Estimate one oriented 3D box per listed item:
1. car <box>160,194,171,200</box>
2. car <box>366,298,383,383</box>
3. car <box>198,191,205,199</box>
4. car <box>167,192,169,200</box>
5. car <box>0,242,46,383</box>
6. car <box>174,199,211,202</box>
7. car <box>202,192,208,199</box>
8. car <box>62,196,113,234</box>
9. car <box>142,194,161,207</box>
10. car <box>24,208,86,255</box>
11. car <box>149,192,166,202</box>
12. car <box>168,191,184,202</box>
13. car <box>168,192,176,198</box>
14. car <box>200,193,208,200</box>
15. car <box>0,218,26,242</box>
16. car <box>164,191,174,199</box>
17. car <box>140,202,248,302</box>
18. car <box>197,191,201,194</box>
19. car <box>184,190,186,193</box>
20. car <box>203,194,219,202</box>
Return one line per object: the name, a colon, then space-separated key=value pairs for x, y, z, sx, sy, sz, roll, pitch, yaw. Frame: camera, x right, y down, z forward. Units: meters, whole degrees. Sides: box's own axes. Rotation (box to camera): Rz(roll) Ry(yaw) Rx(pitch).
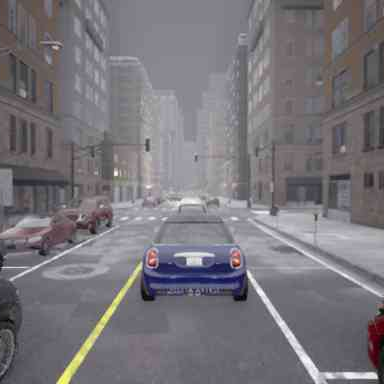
car: x=-5.729 y=1.058 z=72.975 sx=2.008 sy=1.369 sz=4.403 roll=-1 pitch=0 yaw=0
car: x=2.846 y=1.303 z=1.432 sx=2.192 sy=1.841 sz=5.009 roll=-1 pitch=0 yaw=0
car: x=2.801 y=1.083 z=67.438 sx=1.887 sy=1.381 sz=4.507 roll=-1 pitch=0 yaw=0
car: x=-5.721 y=1.098 z=61.676 sx=1.752 sy=1.417 sz=4.829 roll=-1 pitch=0 yaw=0
car: x=-3.099 y=1.504 z=2.567 sx=1.812 sy=1.442 sz=4.674 roll=0 pitch=0 yaw=0
car: x=0.003 y=1.368 z=17.908 sx=1.837 sy=1.490 sz=4.892 roll=0 pitch=0 yaw=0
car: x=2.812 y=1.164 z=50.919 sx=1.752 sy=1.417 sz=4.829 roll=-1 pitch=0 yaw=0
car: x=-5.690 y=1.176 z=18.151 sx=2.192 sy=1.841 sz=5.009 roll=-1 pitch=0 yaw=0
car: x=-5.708 y=1.257 z=45.152 sx=1.802 sy=1.307 sz=4.206 roll=-1 pitch=0 yaw=0
car: x=-5.683 y=1.484 z=12.571 sx=1.802 sy=1.307 sz=4.206 roll=-1 pitch=0 yaw=0
car: x=-5.715 y=0.955 z=50.715 sx=2.192 sy=1.841 sz=5.009 roll=-1 pitch=0 yaw=0
car: x=-3.083 y=0.921 z=62.231 sx=2.097 sy=1.767 sz=4.553 roll=0 pitch=0 yaw=0
car: x=-5.746 y=0.824 z=95.236 sx=1.967 sy=1.590 sz=4.097 roll=-1 pitch=0 yaw=0
car: x=2.793 y=1.021 z=78.566 sx=1.887 sy=1.381 sz=4.507 roll=-1 pitch=0 yaw=0
car: x=-5.680 y=1.495 z=6.987 sx=2.008 sy=1.369 sz=4.403 roll=-1 pitch=0 yaw=0
car: x=-5.740 y=0.761 z=84.105 sx=2.192 sy=1.841 sz=5.009 roll=-1 pitch=0 yaw=0
car: x=0.054 y=1.287 z=8.286 sx=2.097 sy=1.767 sz=4.553 roll=0 pitch=0 yaw=0
car: x=2.795 y=0.947 z=73.001 sx=1.967 sy=1.590 sz=4.097 roll=-1 pitch=0 yaw=0
car: x=-3.054 y=0.991 z=77.646 sx=2.128 sy=1.511 sz=4.902 roll=0 pitch=0 yaw=0
car: x=2.817 y=1.257 z=45.186 sx=1.802 sy=1.307 sz=4.206 roll=-1 pitch=0 yaw=0
